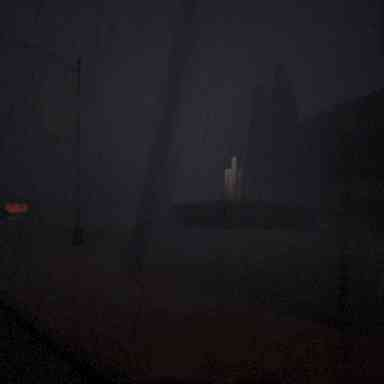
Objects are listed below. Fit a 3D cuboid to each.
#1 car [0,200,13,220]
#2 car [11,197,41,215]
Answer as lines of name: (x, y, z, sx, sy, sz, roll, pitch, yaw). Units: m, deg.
car: (-15.283, 1.521, 24.746, 1.994, 1.385, 4.181, 0, 0, -11)
car: (-16.769, 1.321, 33.257, 2.097, 1.767, 4.553, 0, 0, -9)
